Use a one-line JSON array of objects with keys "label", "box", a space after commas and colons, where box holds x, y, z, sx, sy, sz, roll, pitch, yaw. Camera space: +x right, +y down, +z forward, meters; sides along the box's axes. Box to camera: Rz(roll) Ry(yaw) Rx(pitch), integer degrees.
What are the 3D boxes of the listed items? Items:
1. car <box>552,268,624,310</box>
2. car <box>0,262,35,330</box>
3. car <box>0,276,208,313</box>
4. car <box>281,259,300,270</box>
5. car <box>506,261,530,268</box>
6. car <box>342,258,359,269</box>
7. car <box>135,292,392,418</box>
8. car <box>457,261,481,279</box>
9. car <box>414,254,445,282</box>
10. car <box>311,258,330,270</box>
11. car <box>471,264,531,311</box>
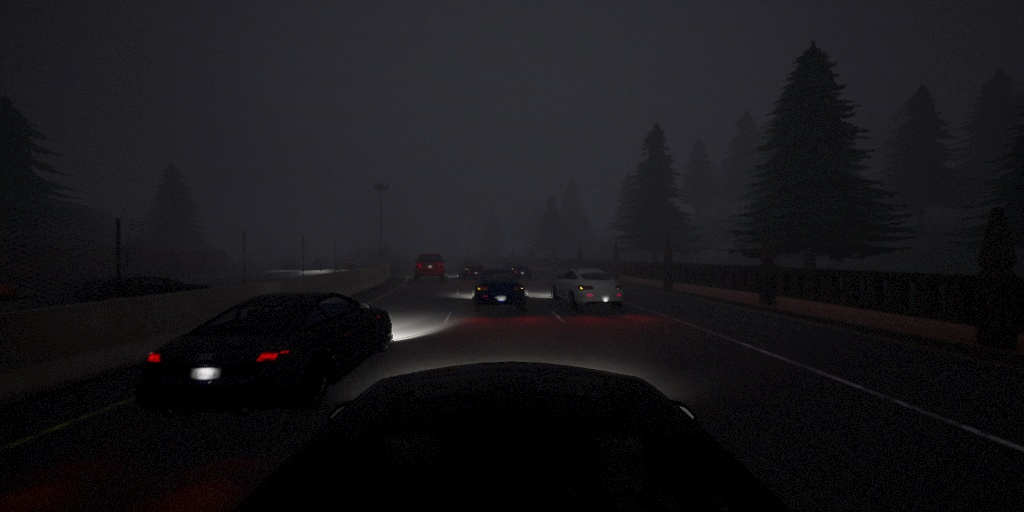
[{"label": "car", "box": [2.898, 1.207, 14.325, 1.812, 1.442, 4.674, 0, 0, -6]}, {"label": "car", "box": [-14.343, 1.068, 7.749, 2.097, 1.767, 4.553, 0, 0, -3]}, {"label": "car", "box": [-10.866, 1.253, 9.667, 2.033, 1.411, 5.357, 0, 0, -4]}, {"label": "car", "box": [-28.585, 1.054, 46.357, 2.033, 1.411, 5.357, 0, 0, -28]}, {"label": "car", "box": [0.250, 1.123, 29.801, 1.812, 1.442, 4.674, 0, 0, -14]}, {"label": "car", "box": [-22.059, 0.971, 48.872, 1.882, 1.535, 5.008, 0, 0, -28]}, {"label": "car", "box": [-3.523, 1.290, 6.064, 1.994, 1.385, 4.181, 0, 0, -2]}, {"label": "car", "box": [-3.346, 1.123, 29.749, 1.812, 1.442, 4.674, 0, 0, -14]}, {"label": "car", "box": [-6.404, 0.829, 27.859, 2.150, 2.045, 5.566, 0, 0, -14]}, {"label": "car", "box": [-24.981, 0.994, 46.901, 2.128, 1.511, 4.902, 0, 0, -28]}, {"label": "car", "box": [-0.588, 1.208, 14.087, 1.812, 1.442, 4.674, 0, 0, -6]}]
